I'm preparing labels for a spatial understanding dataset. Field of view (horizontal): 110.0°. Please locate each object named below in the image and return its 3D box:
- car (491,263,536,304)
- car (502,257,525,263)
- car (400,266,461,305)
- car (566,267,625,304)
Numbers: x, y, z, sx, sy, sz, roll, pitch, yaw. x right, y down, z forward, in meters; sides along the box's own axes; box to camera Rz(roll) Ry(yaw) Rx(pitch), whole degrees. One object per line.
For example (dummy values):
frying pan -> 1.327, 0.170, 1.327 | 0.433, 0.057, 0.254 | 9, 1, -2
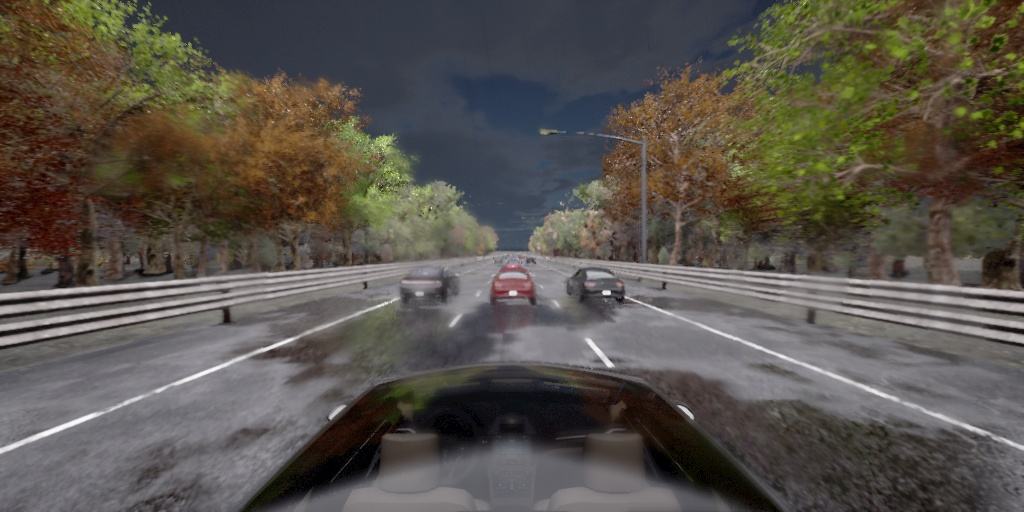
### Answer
car -> 0.061, 1.216, 15.768 | 1.812, 1.442, 4.674 | 0, 0, 0
car -> 0.172, 1.128, 42.808 | 1.994, 1.385, 4.181 | 0, 0, 0
car -> -3.437, 1.188, 15.790 | 2.128, 1.511, 4.902 | 0, 0, 0
car -> 3.560, 1.209, 15.752 | 1.812, 1.442, 4.674 | 0, 0, 0
